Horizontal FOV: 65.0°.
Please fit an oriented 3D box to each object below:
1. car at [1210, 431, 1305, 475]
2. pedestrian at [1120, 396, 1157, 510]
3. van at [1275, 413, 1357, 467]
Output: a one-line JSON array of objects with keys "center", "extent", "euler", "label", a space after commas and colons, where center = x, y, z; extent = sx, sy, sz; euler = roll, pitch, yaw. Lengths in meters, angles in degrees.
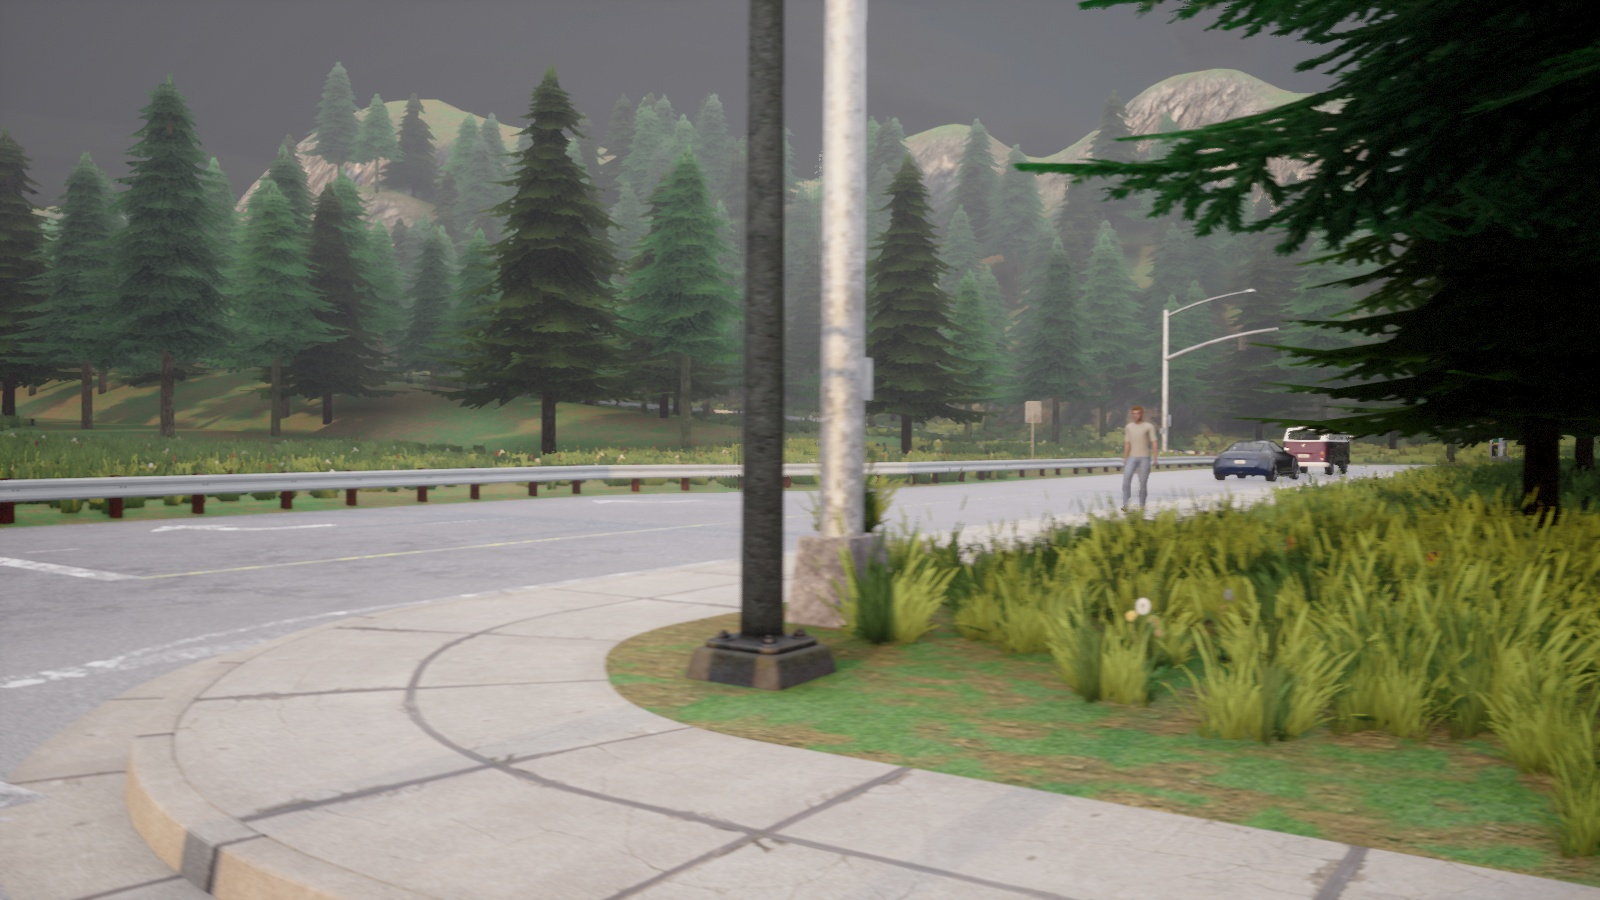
[{"center": [15.556, 0.064, 42.620], "extent": [1.994, 1.385, 4.181], "euler": [0, 1, 35], "label": "car"}, {"center": [5.562, 0.046, 20.615], "extent": [0.354, 1.836, 0.706], "euler": [0, 1, 36], "label": "pedestrian"}, {"center": [20.469, -0.418, 49.695], "extent": [2.069, 2.038, 4.480], "euler": [0, 1, 35], "label": "van"}]
